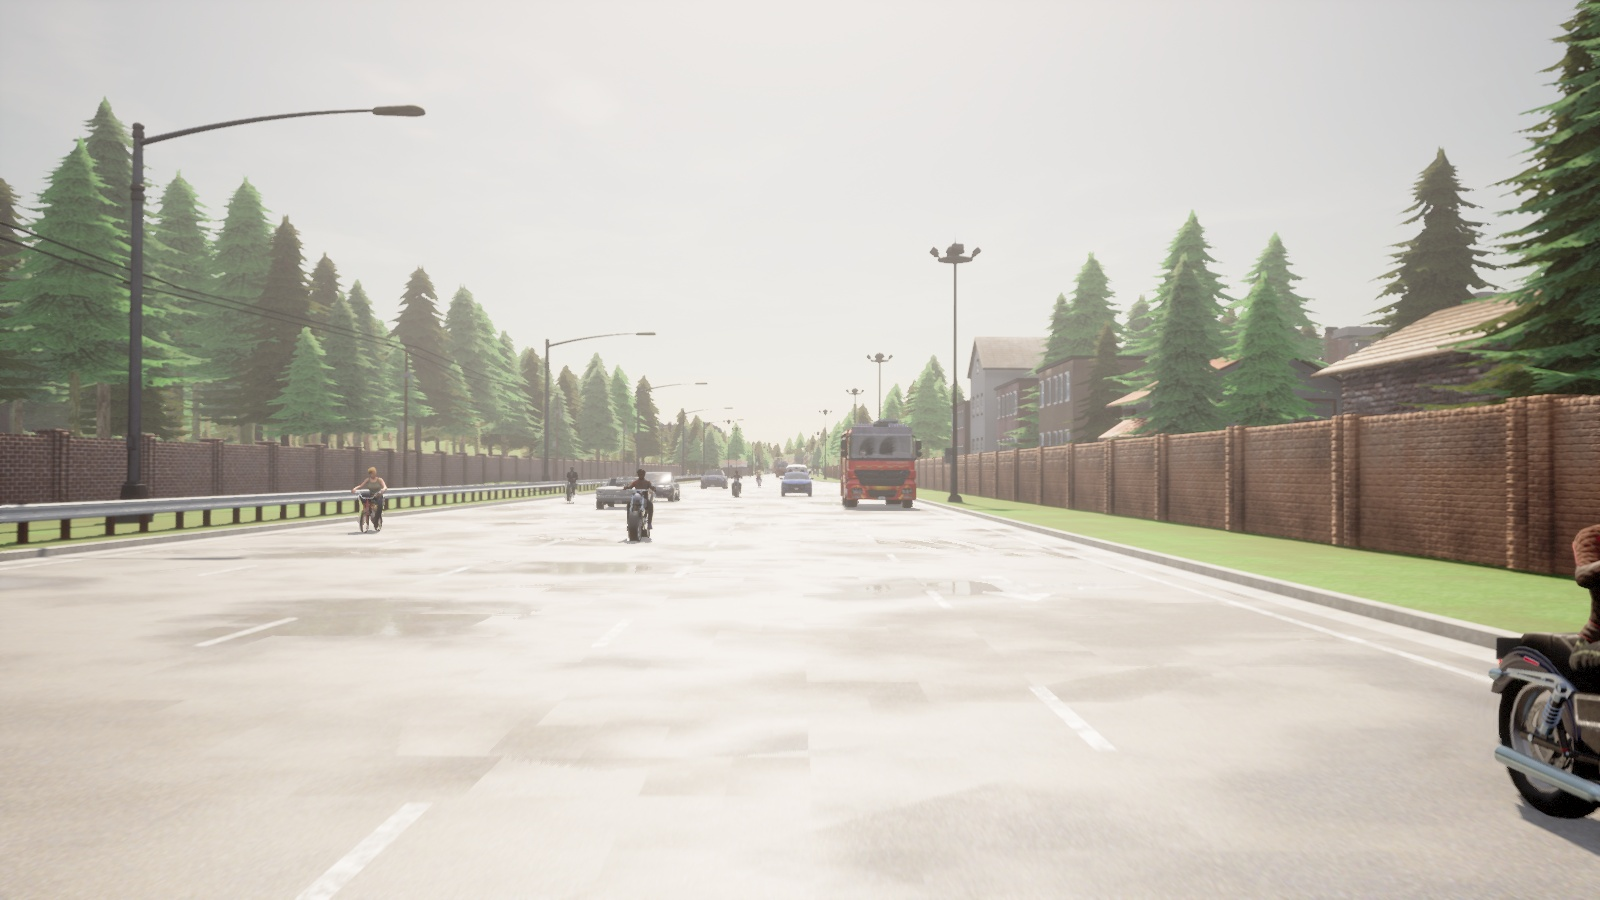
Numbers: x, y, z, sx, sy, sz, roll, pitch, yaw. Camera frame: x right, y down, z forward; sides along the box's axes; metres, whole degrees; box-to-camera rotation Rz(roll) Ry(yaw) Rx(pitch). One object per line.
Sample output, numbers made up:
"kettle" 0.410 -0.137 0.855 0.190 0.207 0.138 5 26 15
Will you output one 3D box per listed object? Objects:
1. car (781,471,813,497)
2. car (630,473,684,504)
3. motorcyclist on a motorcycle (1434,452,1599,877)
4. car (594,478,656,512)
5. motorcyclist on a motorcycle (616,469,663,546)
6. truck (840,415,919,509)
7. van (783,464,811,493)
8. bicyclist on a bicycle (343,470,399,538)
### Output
"car" -0.192 2.090 77.456 1.882 1.535 5.008 0 -1 0
"car" -7.157 1.903 63.325 2.163 1.488 4.792 0 -1 0
"motorcyclist on a motorcycle" 3.487 0.834 4.954 0.766 1.649 2.350 0 -1 0
"car" -7.127 1.806 51.508 1.895 1.301 4.718 0 -1 0
"motorcyclist on a motorcycle" -3.572 1.250 28.115 0.766 1.649 2.350 0 -1 0
"truck" 3.359 0.563 55.326 2.891 3.827 8.468 0 -1 0
"van" -0.232 2.100 93.273 2.069 2.038 4.480 0 -1 0
"bicyclist on a bicycle" -10.572 1.312 31.003 0.866 1.612 1.509 0 -1 0
